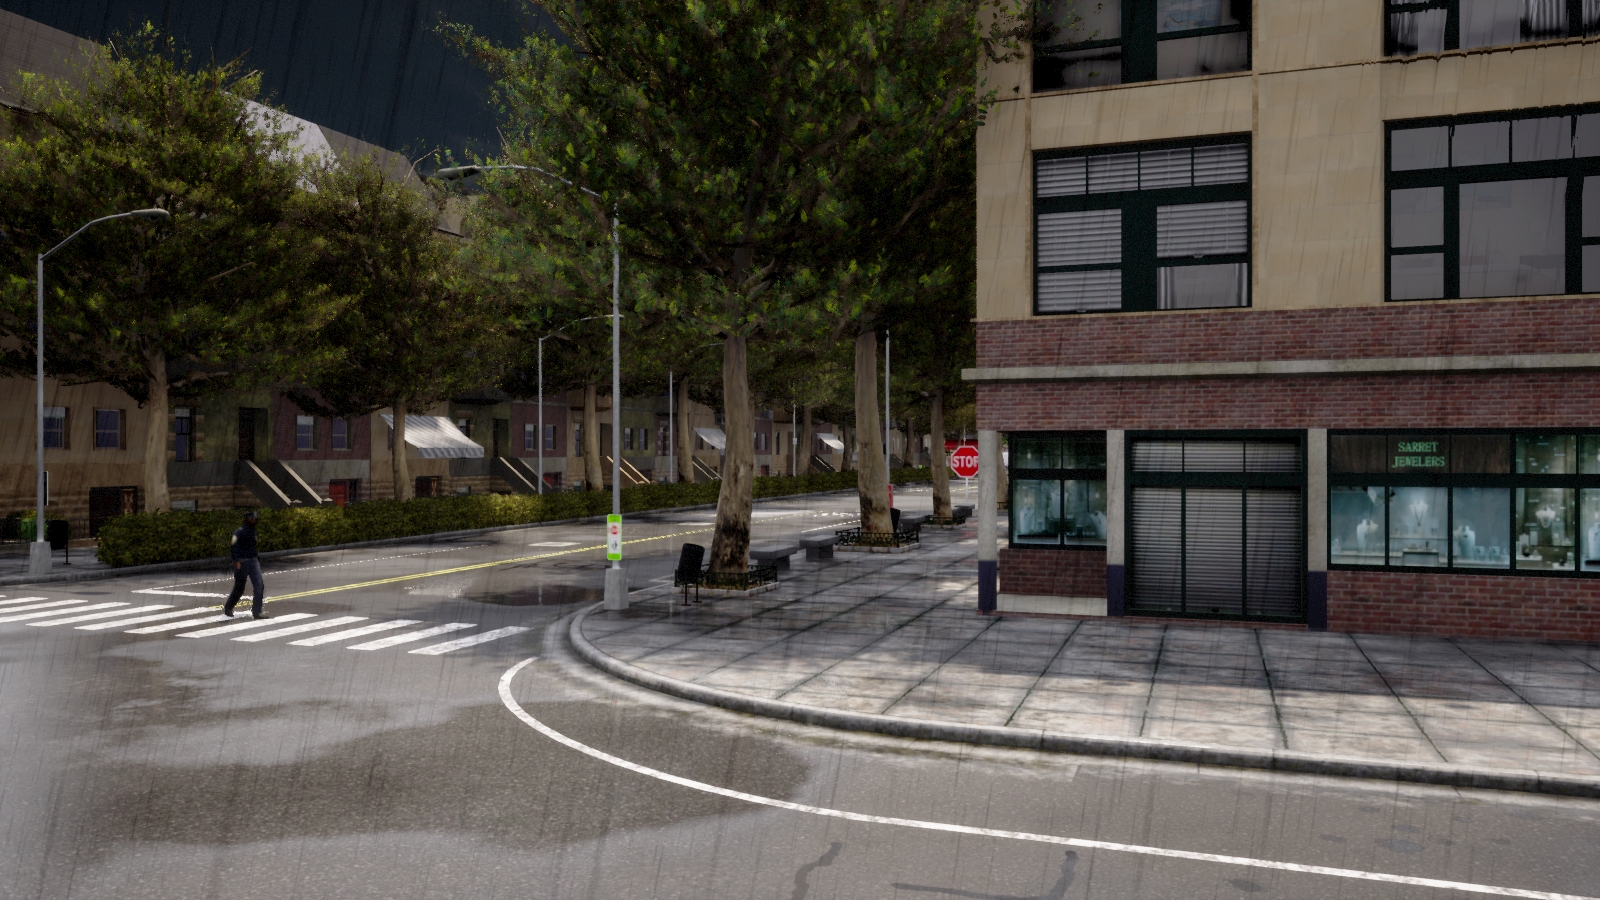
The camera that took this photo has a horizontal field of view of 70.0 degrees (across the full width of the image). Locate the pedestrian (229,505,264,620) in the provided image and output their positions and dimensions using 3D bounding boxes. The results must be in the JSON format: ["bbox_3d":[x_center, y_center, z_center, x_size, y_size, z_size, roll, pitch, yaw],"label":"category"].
[{"bbox_3d":[-9.176,1.855,18.943,0.375,1.860,0.375,0,0,25],"label":"pedestrian"}]
